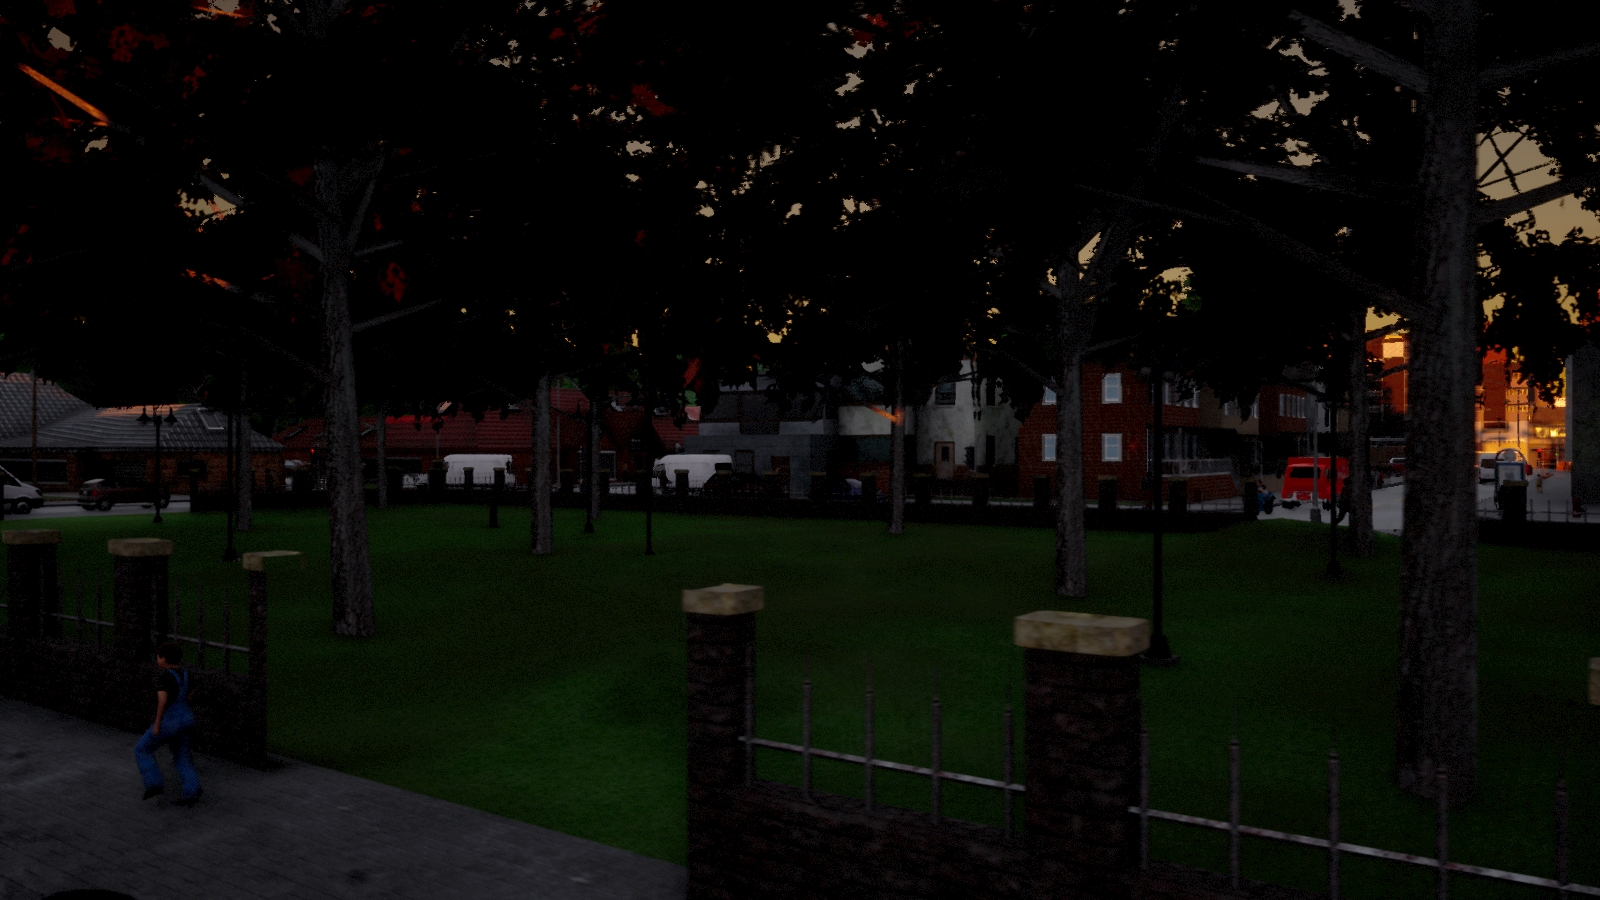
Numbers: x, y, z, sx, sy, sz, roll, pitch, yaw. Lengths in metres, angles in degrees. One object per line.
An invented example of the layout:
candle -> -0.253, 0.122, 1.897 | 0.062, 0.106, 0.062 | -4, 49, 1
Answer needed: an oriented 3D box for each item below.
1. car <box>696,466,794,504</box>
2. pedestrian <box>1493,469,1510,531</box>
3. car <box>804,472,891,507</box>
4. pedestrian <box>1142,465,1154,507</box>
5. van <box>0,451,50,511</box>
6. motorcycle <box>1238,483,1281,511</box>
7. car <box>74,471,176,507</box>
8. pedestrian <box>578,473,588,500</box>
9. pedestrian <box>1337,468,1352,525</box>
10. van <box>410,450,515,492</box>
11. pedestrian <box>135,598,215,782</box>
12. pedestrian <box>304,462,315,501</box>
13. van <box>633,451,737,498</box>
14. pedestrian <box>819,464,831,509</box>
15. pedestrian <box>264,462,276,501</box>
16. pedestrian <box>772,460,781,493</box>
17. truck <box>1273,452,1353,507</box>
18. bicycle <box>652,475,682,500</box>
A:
car -> -2.739, 1.687, 56.631 | 4.553, 1.767, 2.097 | 0, 0, 35
pedestrian -> 21.456, 1.525, 34.939 | 0.375, 1.860, 0.375 | 0, 0, 40
car -> 2.205, 1.819, 53.378 | 3.633, 1.501, 1.845 | 0, 0, 36
pedestrian -> 15.724, 1.629, 51.649 | 0.375, 1.860, 0.375 | 0, 0, 41
van -> -35.365, 1.317, 48.181 | 1.988, 2.561, 5.915 | 0, 0, 36
motorcycle -> 19.637, 1.994, 48.796 | 2.033, 1.145, 0.803 | 0, 0, -38
car -> -31.564, 1.808, 53.500 | 1.789, 1.549, 3.705 | 0, 0, 35
pedestrian -> -10.638, 1.806, 56.043 | 0.375, 1.300, 0.375 | 0, 0, -41
pedestrian -> 18.013, 1.525, 37.781 | 0.375, 1.860, 0.375 | 0, 0, 35
van -> -20.780, 1.317, 70.524 | 5.915, 2.561, 1.988 | 0, -1, 1
pedestrian -> -4.746, 1.806, 8.683 | 0.375, 1.300, 0.375 | 0, 0, 21
pedestrian -> -23.877, 1.527, 55.628 | 0.375, 1.860, 0.375 | 0, 0, 34
van -> -6.502, 1.316, 64.144 | 5.915, 2.561, 1.988 | 0, 0, 35
pedestrian -> 1.047, 1.526, 47.526 | 0.375, 1.860, 0.375 | 0, 0, 31
pedestrian -> -25.433, 1.527, 54.796 | 0.375, 1.860, 0.375 | 0, 0, 30
pedestrian -> -1.335, 1.518, 65.944 | 0.375, 1.860, 0.375 | 0, 0, 35
truck -> 24.617, 1.350, 54.713 | 2.627, 2.467, 5.204 | 0, 0, 35
bicycle -> -6.953, 1.942, 59.656 | 1.835, 1.271, 0.329 | 0, 0, 35
